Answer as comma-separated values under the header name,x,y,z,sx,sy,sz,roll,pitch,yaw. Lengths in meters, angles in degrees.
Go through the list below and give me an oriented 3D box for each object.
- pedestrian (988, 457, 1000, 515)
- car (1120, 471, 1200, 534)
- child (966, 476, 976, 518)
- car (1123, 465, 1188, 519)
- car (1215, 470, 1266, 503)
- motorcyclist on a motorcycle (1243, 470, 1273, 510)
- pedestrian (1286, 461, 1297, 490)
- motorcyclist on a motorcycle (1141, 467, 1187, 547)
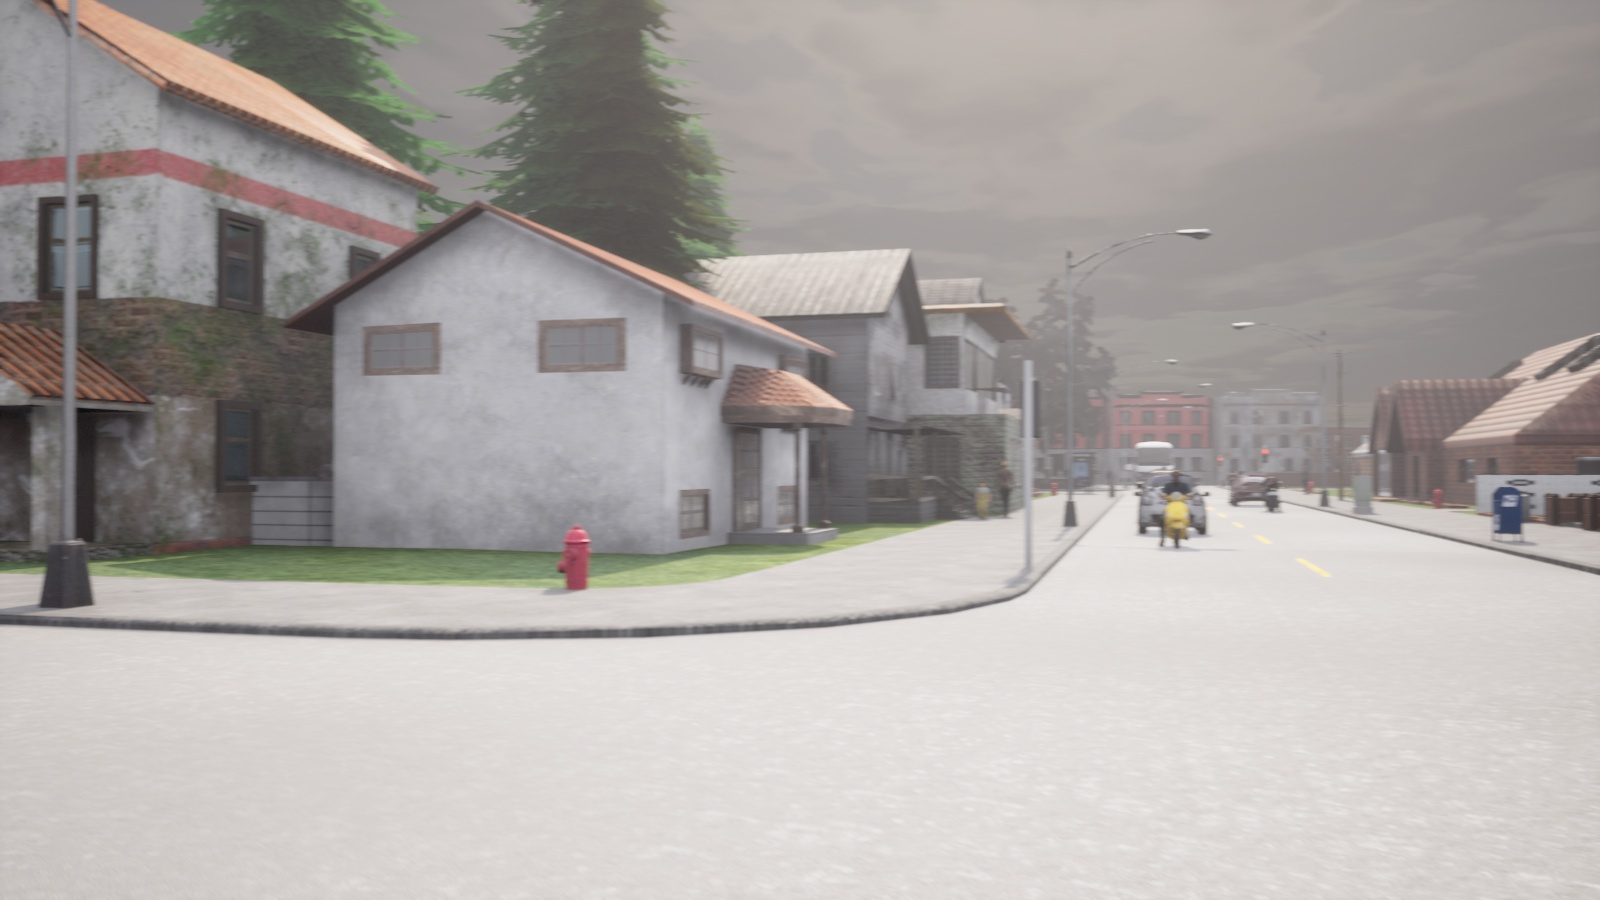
name,x,y,z,sx,sy,sz,roll,pitch,yaw
pedestrian,6.217,1.162,40.248,0.331,1.846,0.634,-1,-1,9
car,9.174,1.306,32.140,1.845,1.501,3.633,-1,-1,15
child,5.190,1.413,38.112,0.270,1.263,0.437,-1,-1,14
car,11.217,1.304,39.756,1.851,1.617,3.988,-1,-1,15
car,20.136,1.667,57.567,1.812,1.442,4.674,-1,-1,15
motorcyclist on a motorcycle,17.784,1.545,48.795,0.866,1.530,2.191,-1,-1,15
pedestrian,31.347,1.648,80.040,0.540,1.848,0.694,-1,-1,13
motorcyclist on a motorcycle,7.540,1.155,26.074,0.866,1.590,1.817,-1,-1,15
